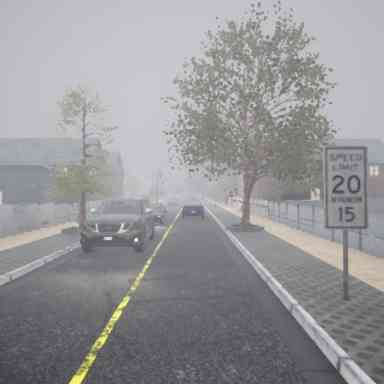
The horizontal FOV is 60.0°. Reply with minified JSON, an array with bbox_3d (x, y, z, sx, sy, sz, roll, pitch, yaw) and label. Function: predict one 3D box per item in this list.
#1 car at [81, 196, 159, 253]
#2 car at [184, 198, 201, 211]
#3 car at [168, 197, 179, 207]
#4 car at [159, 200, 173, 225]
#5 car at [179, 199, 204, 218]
[{"bbox_3d":[-2.852,1.227,14.082,2.150,2.045,5.566,0,0,0],"label":"car"},{"bbox_3d":[0.094,1.556,43.091,2.033,1.411,5.357,0,0,0],"label":"car"},{"bbox_3d":[-2.852,1.511,51.074,1.837,1.490,4.892,0,0,0],"label":"car"},{"bbox_3d":[-2.842,1.556,24.757,2.033,1.411,5.357,0,0,0],"label":"car"},{"bbox_3d":[0.097,1.487,29.925,1.882,1.535,5.008,0,0,0],"label":"car"}]
